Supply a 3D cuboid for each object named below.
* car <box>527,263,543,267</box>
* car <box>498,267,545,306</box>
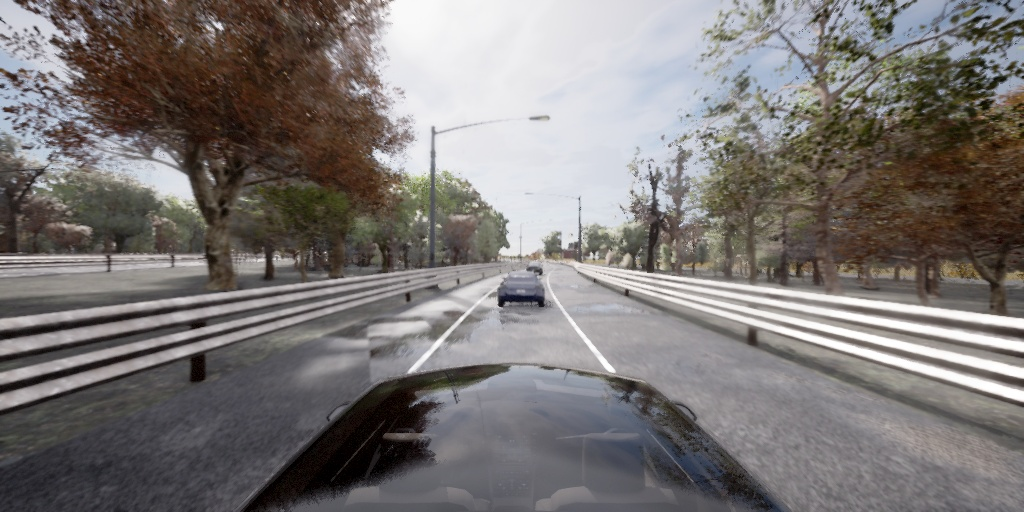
[{"bbox_3d":[2.755,1.500,43.025,1.812,1.442,4.674,0,0,8],"label":"car"},{"bbox_3d":[0.455,1.382,16.300,1.994,1.385,4.181,0,0,3],"label":"car"}]
